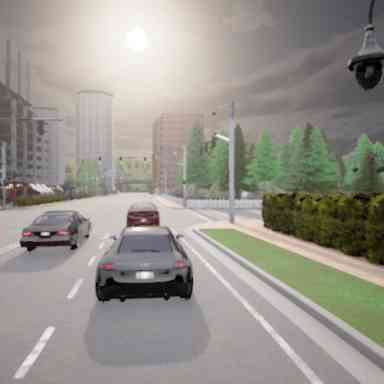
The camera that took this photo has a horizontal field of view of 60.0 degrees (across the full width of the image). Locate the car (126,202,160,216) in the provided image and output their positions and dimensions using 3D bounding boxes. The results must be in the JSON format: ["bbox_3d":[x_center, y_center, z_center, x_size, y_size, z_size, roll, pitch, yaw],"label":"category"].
[{"bbox_3d":[-2.986,1.370,20.419,1.882,1.535,5.008,0,0,-9],"label":"car"}]

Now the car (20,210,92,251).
[{"bbox_3d":[-5.456,1.478,13.916,2.033,1.411,5.357,0,0,-9],"label":"car"}]

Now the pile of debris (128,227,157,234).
[{"bbox_3d":[-2.694,2.080,18.105,1.500,0.140,1.860,0,0,-10],"label":"pile of debris"}]

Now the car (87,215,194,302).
[{"bbox_3d":[-1.121,1.520,8.234,1.994,1.385,4.181,0,0,-7],"label":"car"}]
